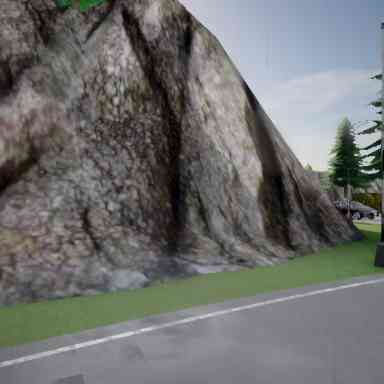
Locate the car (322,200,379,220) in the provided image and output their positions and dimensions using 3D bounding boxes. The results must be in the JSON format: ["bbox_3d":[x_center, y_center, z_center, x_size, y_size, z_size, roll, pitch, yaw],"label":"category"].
[{"bbox_3d":[13.446,1.492,28.490,2.128,1.511,4.902,0,0,-25],"label":"car"}]
